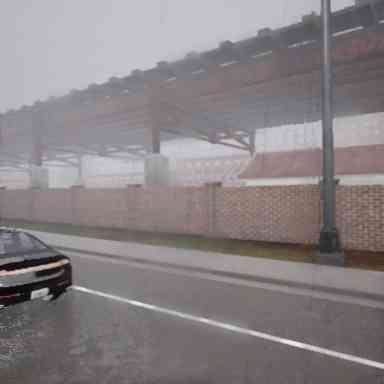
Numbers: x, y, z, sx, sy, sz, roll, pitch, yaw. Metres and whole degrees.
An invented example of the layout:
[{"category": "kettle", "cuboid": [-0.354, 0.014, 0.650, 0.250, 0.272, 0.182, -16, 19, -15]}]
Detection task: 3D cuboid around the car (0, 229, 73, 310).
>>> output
[{"category": "car", "cuboid": [-4.602, 1.563, 7.208, 4.902, 1.511, 2.128, 0, 0, 36]}]
